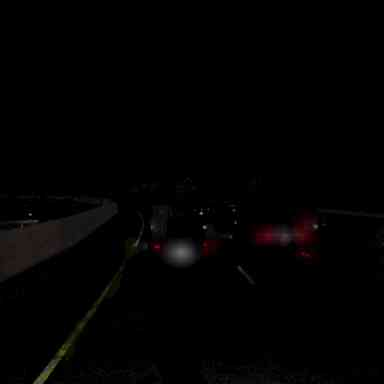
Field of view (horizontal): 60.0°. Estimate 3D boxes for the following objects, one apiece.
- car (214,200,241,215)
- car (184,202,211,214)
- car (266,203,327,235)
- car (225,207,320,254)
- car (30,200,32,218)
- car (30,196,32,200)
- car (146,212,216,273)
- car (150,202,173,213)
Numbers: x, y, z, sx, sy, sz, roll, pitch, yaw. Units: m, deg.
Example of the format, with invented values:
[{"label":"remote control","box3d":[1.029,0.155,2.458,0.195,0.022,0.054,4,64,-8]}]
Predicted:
[{"label":"car","box3d":[3.629,1.550,34.451,2.128,1.511,4.902,0,0,-11]},{"label":"car","box3d":[0.451,1.658,32.579,1.895,1.301,4.718,0,0,-10]},{"label":"car","box3d":[5.929,1.555,18.946,1.812,1.442,4.674,0,0,-6]},{"label":"car","box3d":[2.943,1.569,13.657,2.033,1.411,5.357,0,0,-5]},{"label":"car","box3d":[-13.274,1.626,28.552,1.994,1.385,4.181,0,0,-10]},{"label":"car","box3d":[-31.666,1.636,66.024,2.128,1.511,4.902,0,0,-23]},{"label":"car","box3d":[-0.395,1.584,10.786,1.994,1.385,4.181,0,0,-4]},{"label":"car","box3d":[-3.057,1.661,32.289,1.895,1.301,4.718,0,0,-10]}]
